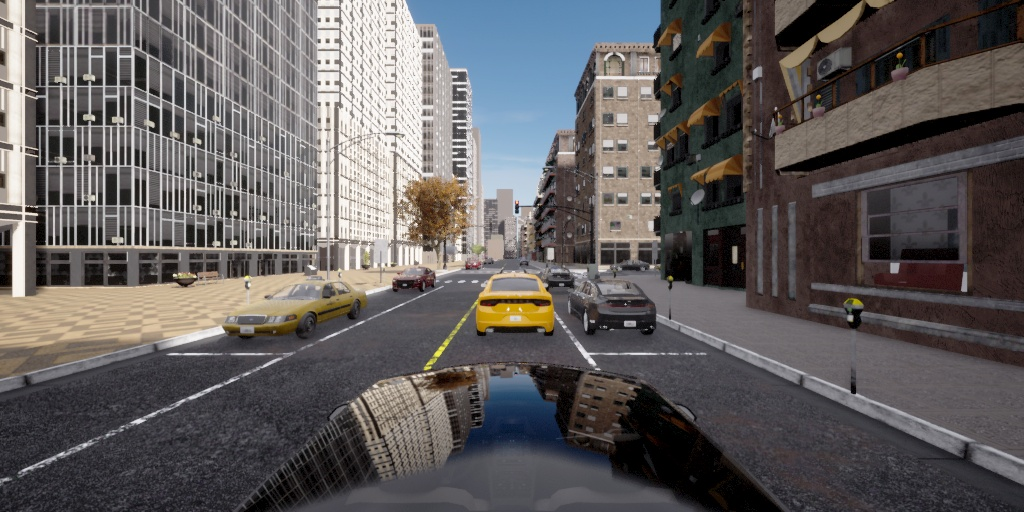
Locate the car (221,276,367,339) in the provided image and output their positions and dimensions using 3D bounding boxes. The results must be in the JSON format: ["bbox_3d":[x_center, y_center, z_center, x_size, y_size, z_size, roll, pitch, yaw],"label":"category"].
[{"bbox_3d":[-5.706,1.276,10.132,1.751,1.417,4.829,0,0,0],"label":"car"}]

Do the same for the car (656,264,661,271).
[{"bbox_3d":[18.763,1.006,40.881,4.829,1.417,1.751,0,0,-1],"label":"car"}]

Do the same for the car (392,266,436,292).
[{"bbox_3d":[-5.726,1.300,21.367,1.888,1.381,4.507,0,0,0],"label":"car"}]

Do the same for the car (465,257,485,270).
[{"bbox_3d":[-5.784,1.099,53.755,2.192,1.841,5.009,0,0,0],"label":"car"}]

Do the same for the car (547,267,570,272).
[{"bbox_3d":[2.654,1.305,21.382,2.007,1.370,4.403,0,0,0],"label":"car"}]

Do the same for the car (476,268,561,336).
[{"bbox_3d":[0.073,1.228,10.410,1.882,1.535,5.008,0,0,0],"label":"car"}]

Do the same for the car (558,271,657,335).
[{"bbox_3d":[2.674,1.301,10.316,2.007,1.370,4.403,0,0,0],"label":"car"}]

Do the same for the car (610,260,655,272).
[{"bbox_3d":[13.366,1.109,40.817,4.403,1.370,2.007,0,0,-1],"label":"car"}]

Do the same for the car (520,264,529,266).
[{"bbox_3d":[0.066,1.355,20.689,1.895,1.301,4.718,0,0,0],"label":"car"}]
